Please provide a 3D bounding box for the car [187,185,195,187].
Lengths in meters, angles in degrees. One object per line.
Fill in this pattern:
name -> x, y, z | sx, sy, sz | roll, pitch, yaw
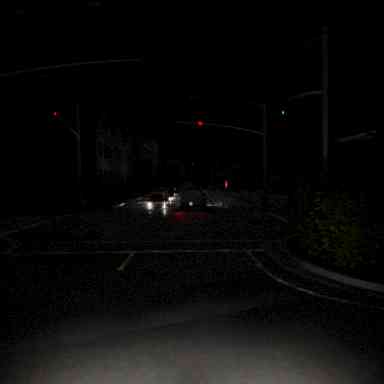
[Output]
car -> -0.171, -0.546, 58.693 | 1.812, 1.442, 4.674 | -1, 2, 0

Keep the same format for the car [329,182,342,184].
car -> 25.306, -1.035, 59.484 | 2.152, 1.636, 5.027 | -1, 2, 0

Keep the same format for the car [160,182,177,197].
car -> -3.740, -0.434, 47.682 | 2.150, 2.045, 5.566 | -1, 2, 0

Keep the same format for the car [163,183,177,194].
car -> -3.727, -0.643, 57.572 | 2.097, 1.767, 4.553 | -1, 2, 0

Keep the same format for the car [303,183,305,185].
car -> 18.891, -0.874, 59.132 | 1.970, 1.475, 3.806 | -1, 2, 0

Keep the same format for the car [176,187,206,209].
car -> 0.100, 0.547, 26.618 | 1.812, 1.442, 4.674 | 0, 2, 4

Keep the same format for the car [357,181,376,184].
car -> 19.014, -0.177, 34.213 | 1.905, 1.878, 3.866 | -1, 2, 0

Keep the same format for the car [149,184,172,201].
car -> -3.717, 0.162, 37.765 | 1.882, 1.535, 5.008 | -1, 2, 0

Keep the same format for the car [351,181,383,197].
car -> 22.259, -0.462, 42.093 | 1.932, 1.855, 4.605 | -1, 2, 0

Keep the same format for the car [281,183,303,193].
car -> 15.267, -0.526, 52.071 | 2.007, 1.523, 4.514 | -1, 2, 0
